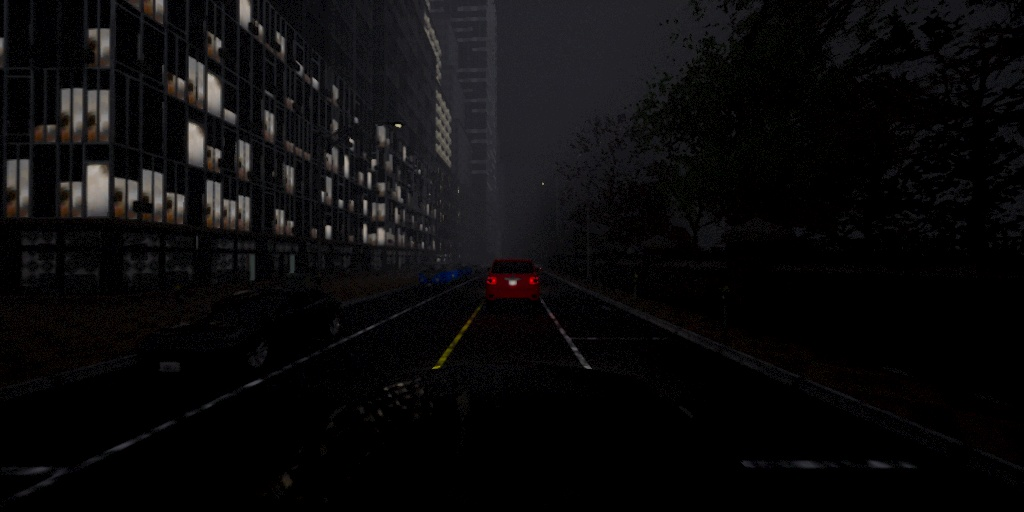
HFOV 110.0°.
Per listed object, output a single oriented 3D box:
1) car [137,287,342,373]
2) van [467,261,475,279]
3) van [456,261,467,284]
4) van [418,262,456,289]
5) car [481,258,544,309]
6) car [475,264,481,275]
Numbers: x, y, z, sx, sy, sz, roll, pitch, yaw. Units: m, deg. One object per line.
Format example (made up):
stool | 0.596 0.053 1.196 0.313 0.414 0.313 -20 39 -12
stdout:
car | -5.309 1.371 7.743 1.948 1.339 4.313 0 0 0
van | -5.036 1.410 35.890 1.690 1.789 3.998 0 0 1
van | -5.119 1.357 30.261 1.690 1.789 3.998 0 0 1
van | -5.190 1.304 24.627 1.690 1.789 3.998 0 0 1
car | 0.046 1.098 15.819 2.150 2.045 5.566 0 0 0
car | -4.816 1.742 47.142 1.948 1.339 4.313 0 0 1
